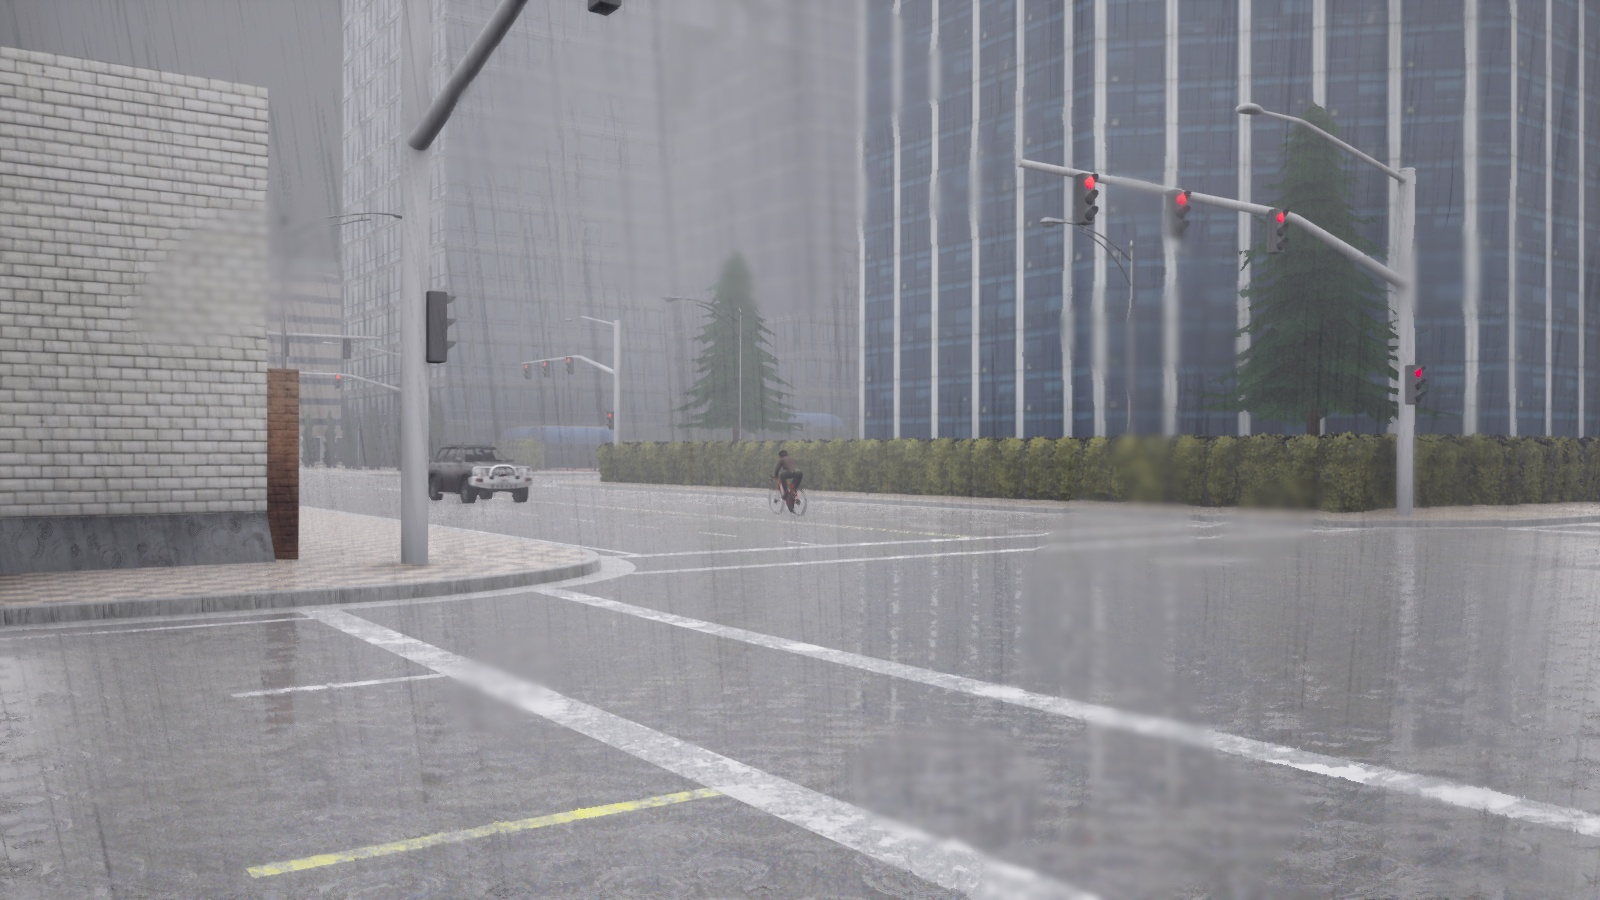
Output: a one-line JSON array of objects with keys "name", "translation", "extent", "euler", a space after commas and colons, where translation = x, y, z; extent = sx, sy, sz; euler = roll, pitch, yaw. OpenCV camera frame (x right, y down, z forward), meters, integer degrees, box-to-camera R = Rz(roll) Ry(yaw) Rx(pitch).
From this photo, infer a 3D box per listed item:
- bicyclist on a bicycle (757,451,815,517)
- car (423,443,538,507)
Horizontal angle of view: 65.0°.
[{"name": "bicyclist on a bicycle", "translation": [-0.362, 0.830, 31.290], "extent": [0.582, 1.620, 1.656], "euler": [0, -1, -35]}, {"name": "car", "translation": [-9.959, 0.733, 38.898], "extent": [1.932, 1.855, 4.605], "euler": [0, 0, -35]}]
